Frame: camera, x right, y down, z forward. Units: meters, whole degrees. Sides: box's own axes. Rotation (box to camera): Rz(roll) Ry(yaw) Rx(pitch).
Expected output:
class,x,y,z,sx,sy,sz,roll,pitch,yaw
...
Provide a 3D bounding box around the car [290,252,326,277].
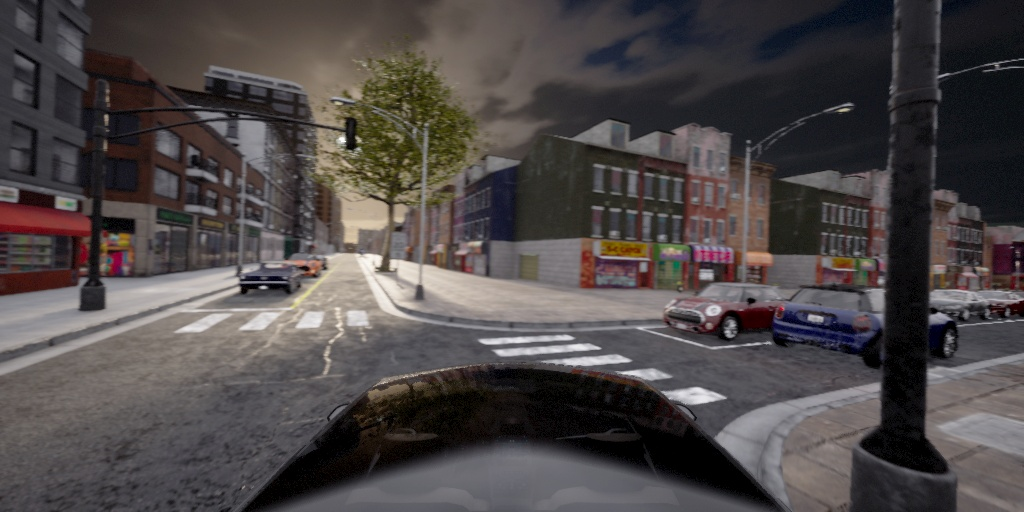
class,x,y,z,sx,sy,sz,roll,pitch,yaw
car,-14.917,0.533,25.675,2.097,1.767,4.553,2,0,-24

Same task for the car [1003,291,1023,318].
class,x,y,z,sx,sy,sz,roll,pitch,yaw
car,26.419,2.562,19.736,4.507,1.381,1.888,0,0,-24

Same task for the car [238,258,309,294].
class,x,y,z,sx,sy,sz,roll,pitch,yaw
car,-10.881,0.931,16.486,1.895,1.301,4.718,2,0,-24

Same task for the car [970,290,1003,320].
class,x,y,z,sx,sy,sz,roll,pitch,yaw
car,21.459,2.336,17.530,4.403,1.370,2.007,0,0,-24

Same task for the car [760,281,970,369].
class,x,y,z,sx,sy,sz,roll,pitch,yaw
car,8.865,1.534,9.019,4.553,1.767,2.097,3,0,-24

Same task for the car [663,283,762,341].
class,x,y,z,sx,sy,sz,roll,pitch,yaw
car,6.578,1.533,10.911,4.097,1.591,1.967,0,0,-24

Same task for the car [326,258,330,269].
class,x,y,z,sx,sy,sz,roll,pitch,yaw
car,-19.061,0.557,35.073,1.812,1.442,4.674,2,0,-24
